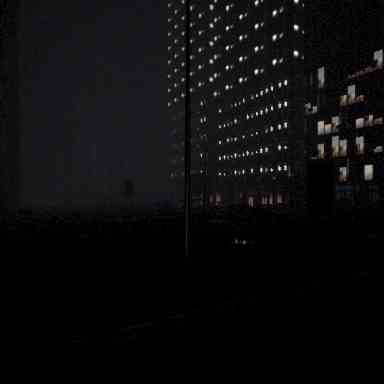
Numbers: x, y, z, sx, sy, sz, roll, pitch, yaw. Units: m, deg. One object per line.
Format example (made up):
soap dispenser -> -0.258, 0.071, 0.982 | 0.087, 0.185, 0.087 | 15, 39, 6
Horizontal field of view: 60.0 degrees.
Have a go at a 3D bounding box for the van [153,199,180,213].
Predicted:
van -> -3.595, 2.005, 46.198 | 1.690, 1.788, 3.998 | -1, -1, -26

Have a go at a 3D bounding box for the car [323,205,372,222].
car -> 13.704, 1.854, 29.544 | 2.008, 1.369, 4.403 | -1, -1, -26

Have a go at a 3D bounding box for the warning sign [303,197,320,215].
warning sign -> 13.068, 1.544, 36.424 | 1.300, 1.860, 1.060 | 1, -1, -26

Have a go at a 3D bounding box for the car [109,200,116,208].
car -> -15.768, 2.731, 71.544 | 1.887, 1.381, 4.507 | -1, -1, -26

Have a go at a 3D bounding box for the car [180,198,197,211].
car -> -1.116, 2.029, 54.441 | 2.150, 2.045, 5.566 | 0, -1, -26

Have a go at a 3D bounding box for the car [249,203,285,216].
car -> 8.834, 2.068, 39.684 | 1.947, 1.339, 4.313 | -1, -1, -26

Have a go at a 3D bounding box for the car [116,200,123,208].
car -> -13.259, 2.602, 66.321 | 1.752, 1.417, 4.829 | -1, -1, -26

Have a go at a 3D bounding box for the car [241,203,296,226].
car -> 6.150, 1.813, 25.916 | 2.008, 1.369, 4.403 | -1, -1, -26

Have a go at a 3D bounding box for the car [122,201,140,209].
car -> -10.897, 2.525, 61.404 | 2.008, 1.369, 4.403 | -1, -1, -26

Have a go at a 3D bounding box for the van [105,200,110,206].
van -> -18.206, 2.634, 76.615 | 1.690, 1.788, 3.998 | -1, -1, -26

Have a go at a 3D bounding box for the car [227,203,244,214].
car -> 6.398, 2.168, 44.754 | 1.947, 1.339, 4.313 | -1, -1, -26

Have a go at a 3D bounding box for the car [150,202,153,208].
car -> -7.023, 2.538, 66.729 | 1.882, 1.535, 5.008 | 0, -1, -26

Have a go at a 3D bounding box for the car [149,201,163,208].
car -> -8.213, 2.808, 75.171 | 1.802, 1.307, 4.206 | -1, -1, -26

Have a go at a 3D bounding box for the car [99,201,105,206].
car -> -23.073, 3.053, 86.751 | 1.887, 1.381, 4.507 | -1, -1, -26
